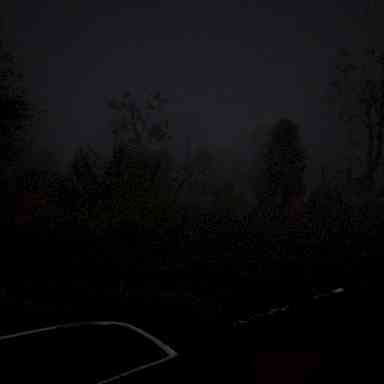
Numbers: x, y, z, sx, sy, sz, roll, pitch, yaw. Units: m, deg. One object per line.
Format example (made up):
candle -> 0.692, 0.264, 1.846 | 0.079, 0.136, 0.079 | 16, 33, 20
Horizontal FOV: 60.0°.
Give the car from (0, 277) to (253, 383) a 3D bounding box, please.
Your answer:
car -> -1.742, 1.505, 2.173 | 4.892, 1.490, 1.837 | 0, 0, -36
